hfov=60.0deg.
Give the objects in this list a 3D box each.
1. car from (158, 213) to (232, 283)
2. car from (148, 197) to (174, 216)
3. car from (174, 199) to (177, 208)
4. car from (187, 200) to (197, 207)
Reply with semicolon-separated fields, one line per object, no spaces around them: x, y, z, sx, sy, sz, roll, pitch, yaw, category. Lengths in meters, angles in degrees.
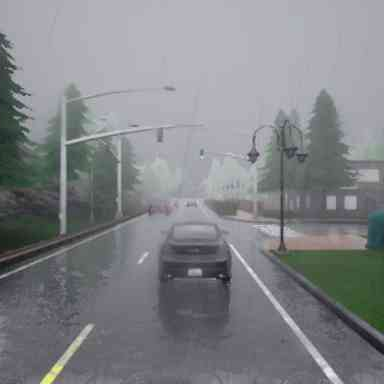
0.079;1.612;10.018;1.837;1.490;4.892;0;-1;0;car
-3.617;1.620;37.773;2.150;2.045;5.566;0;-1;0;car
-3.613;2.030;47.859;1.812;1.442;4.674;0;0;0;car
-0.031;2.242;64.416;1.994;1.385;4.181;0;-1;0;car
